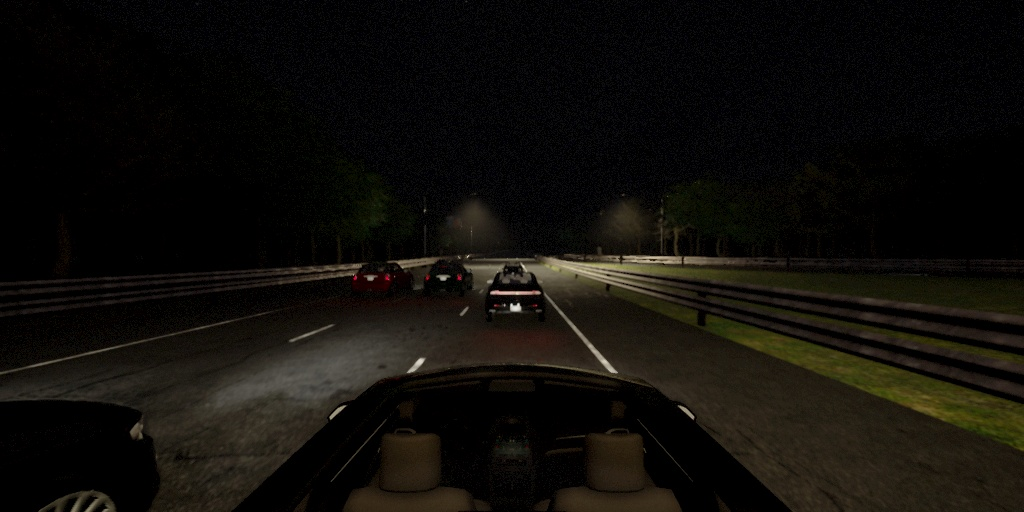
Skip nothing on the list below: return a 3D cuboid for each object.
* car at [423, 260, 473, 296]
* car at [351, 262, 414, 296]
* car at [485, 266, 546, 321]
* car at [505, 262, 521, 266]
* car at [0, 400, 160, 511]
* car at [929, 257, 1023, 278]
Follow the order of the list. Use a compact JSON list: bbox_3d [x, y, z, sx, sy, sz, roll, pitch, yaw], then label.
[{"bbox_3d":[-3.391,1.132,19.807,2.097,1.767,4.553,0,0,0],"label":"car"},{"bbox_3d":[-6.892,1.131,19.597,2.097,1.767,4.553,0,0,0],"label":"car"},{"bbox_3d":[0.105,1.271,12.551,2.128,1.511,4.902,0,0,0],"label":"car"},{"bbox_3d":[0.115,1.280,35.279,1.895,1.301,4.718,0,1,0],"label":"car"},{"bbox_3d":[-3.402,1.237,0.490,2.128,1.511,4.902,0,0,0],"label":"car"},{"bbox_3d":[36.158,0.845,27.903,4.792,1.488,2.163,0,0,45],"label":"car"}]
